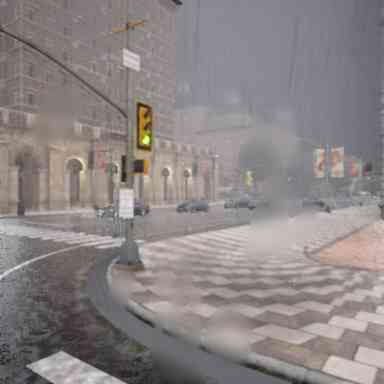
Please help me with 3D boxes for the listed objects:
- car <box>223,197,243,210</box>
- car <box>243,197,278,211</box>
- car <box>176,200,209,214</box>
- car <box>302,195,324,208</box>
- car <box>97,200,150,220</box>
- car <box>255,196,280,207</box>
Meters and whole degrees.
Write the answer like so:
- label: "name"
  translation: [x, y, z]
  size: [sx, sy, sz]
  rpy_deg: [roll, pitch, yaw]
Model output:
- label: "car"
  translation: [5.938, 1.491, 43.940]
  size: [1.837, 1.490, 4.892]
  rpy_deg: [0, 0, 36]
- label: "car"
  translation: [8.778, 1.545, 41.548]
  size: [2.033, 1.411, 5.357]
  rpy_deg: [0, 0, 36]
- label: "car"
  translation: [0.112, 1.538, 35.838]
  size: [1.994, 1.385, 4.181]
  rpy_deg: [0, 0, 36]
- label: "car"
  translation: [17.362, 1.568, 47.600]
  size: [2.033, 1.411, 5.357]
  rpy_deg: [0, 0, 35]
- label: "car"
  translation: [-5.654, 1.454, 27.825]
  size: [2.128, 1.511, 4.902]
  rpy_deg: [0, 0, 37]
- label: "car"
  translation: [12.003, 1.491, 52.400]
  size: [2.128, 1.511, 4.902]
  rpy_deg: [0, 0, 36]
